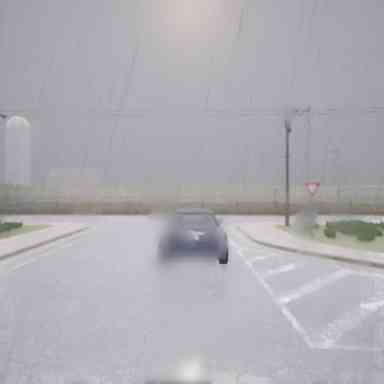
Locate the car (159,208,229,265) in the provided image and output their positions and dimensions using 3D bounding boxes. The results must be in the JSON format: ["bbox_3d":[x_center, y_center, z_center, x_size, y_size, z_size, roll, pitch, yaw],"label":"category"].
[{"bbox_3d":[0.068,1.343,11.771,2.097,1.767,4.553,0,0,0],"label":"car"}]
